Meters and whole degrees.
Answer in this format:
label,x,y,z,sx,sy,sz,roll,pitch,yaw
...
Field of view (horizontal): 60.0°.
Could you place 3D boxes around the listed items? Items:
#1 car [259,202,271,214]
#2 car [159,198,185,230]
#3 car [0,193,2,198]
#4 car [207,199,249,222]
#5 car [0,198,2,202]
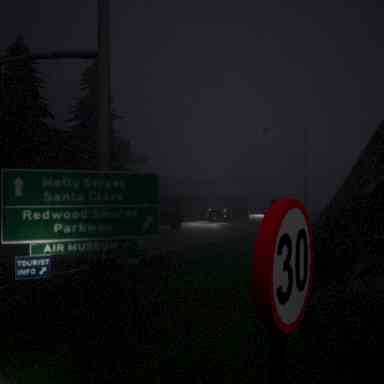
label,x,y,z,sx,sy,sz,roll,pitch,yaw
car,9.053,1.755,36.963,1.994,1.385,4.181,0,0,36
car,-2.706,1.414,20.812,2.150,2.045,5.566,0,0,36
car,-38.597,1.489,70.013,4.514,1.523,2.007,0,0,35
car,3.182,1.544,28.906,2.097,1.767,4.553,0,0,36
car,-12.393,1.504,26.071,1.905,1.878,3.866,0,0,35
